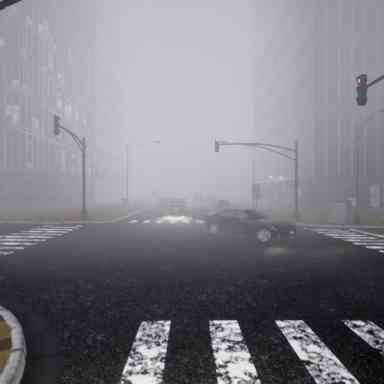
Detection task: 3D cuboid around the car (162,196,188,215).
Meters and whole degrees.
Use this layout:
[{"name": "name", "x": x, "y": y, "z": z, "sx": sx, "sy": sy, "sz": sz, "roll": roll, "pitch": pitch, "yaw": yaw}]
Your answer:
[{"name": "car", "x": -1.613, "y": 1.508, "z": 34.898, "sx": 2.128, "sy": 1.511, "sz": 4.902, "roll": 0, "pitch": 0, "yaw": 0}]

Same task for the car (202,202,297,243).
[{"name": "car", "x": 2.835, "y": 1.525, "z": 16.901, "sx": 1.882, "sy": 1.535, "sz": 5.008, "roll": -1, "pitch": 2, "yaw": -43}]

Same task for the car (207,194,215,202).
[{"name": "car", "x": 3.588, "y": 1.312, "z": 63.923, "sx": 2.192, "sy": 1.841, "sz": 5.009, "roll": 0, "pitch": 0, "yaw": 0}]

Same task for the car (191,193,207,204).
[{"name": "car", "x": 1.131, "y": 1.218, "z": 62.813, "sx": 2.150, "sy": 2.045, "sz": 5.566, "roll": 0, "pitch": 0, "yaw": 0}]

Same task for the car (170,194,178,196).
[{"name": "car", "x": -4.292, "y": 1.563, "z": 63.866, "sx": 1.947, "sy": 1.339, "sz": 4.313, "roll": 0, "pitch": 0, "yaw": 0}]

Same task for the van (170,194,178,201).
[{"name": "van", "x": -4.414, "y": 1.320, "z": 80.448, "sx": 1.690, "sy": 1.788, "sz": 3.998, "roll": 0, "pitch": 0, "yaw": 0}]

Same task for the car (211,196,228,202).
[{"name": "car", "x": 3.799, "y": 1.579, "z": 41.815, "sx": 1.947, "sy": 1.339, "sz": 4.313, "roll": 0, "pitch": 0, "yaw": 0}]

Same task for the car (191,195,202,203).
[{"name": "car", "x": 0.957, "y": 1.512, "z": 73.157, "sx": 2.128, "sy": 1.511, "sz": 4.902, "roll": 0, "pitch": 0, "yaw": 0}]

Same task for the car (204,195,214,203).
[{"name": "car", "x": 3.548, "y": 1.431, "z": 69.452, "sx": 1.967, "sy": 1.590, "sz": 4.097, "roll": 0, "pitch": 0, "yaw": 0}]

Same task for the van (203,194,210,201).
[{"name": "van", "x": 3.466, "y": 1.320, "z": 80.506, "sx": 1.690, "sy": 1.788, "sz": 3.998, "roll": 0, "pitch": 0, "yaw": 0}]

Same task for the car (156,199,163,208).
[{"name": "car", "x": -4.171, "y": 1.592, "z": 47.283, "sx": 1.802, "sy": 1.307, "sz": 4.206, "roll": 0, "pitch": 0, "yaw": 0}]

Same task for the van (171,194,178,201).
[{"name": "van", "x": -4.454, "y": 1.314, "z": 85.976, "sx": 1.690, "sy": 1.788, "sz": 3.998, "roll": 0, "pitch": 0, "yaw": 0}]
